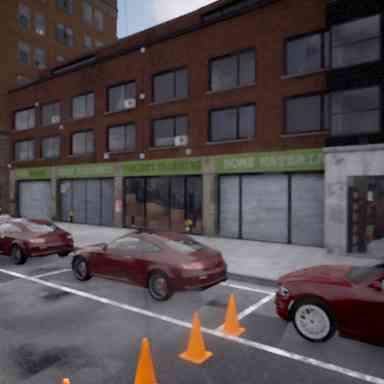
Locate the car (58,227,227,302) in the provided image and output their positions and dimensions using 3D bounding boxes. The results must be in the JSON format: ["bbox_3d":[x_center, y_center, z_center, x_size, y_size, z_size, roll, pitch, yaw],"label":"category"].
[{"bbox_3d":[-1.158,1.566,8.053,4.206,1.307,1.802,0,0,36],"label":"car"}]

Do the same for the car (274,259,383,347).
[{"bbox_3d":[3.436,1.547,4.746,4.507,1.381,1.887,0,0,36],"label":"car"}]

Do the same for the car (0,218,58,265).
[{"bbox_3d":[-5.753,1.546,11.360,4.206,1.307,1.802,0,0,36],"label":"car"}]

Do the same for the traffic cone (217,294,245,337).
[{"bbox_3d":[0.637,1.949,5.368,0.340,0.580,0.340,0,0,36],"label":"traffic cone"}]

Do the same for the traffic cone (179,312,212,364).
[{"bbox_3d":[0.053,1.949,4.556,0.340,0.580,0.340,0,0,36],"label":"traffic cone"}]

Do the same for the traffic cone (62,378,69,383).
[{"bbox_3d":[-1.116,1.948,2.933,0.340,0.580,0.340,0,0,36],"label":"traffic cone"}]

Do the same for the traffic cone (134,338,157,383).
[{"bbox_3d":[-0.531,1.948,3.745,0.340,0.580,0.340,0,0,36],"label":"traffic cone"}]
